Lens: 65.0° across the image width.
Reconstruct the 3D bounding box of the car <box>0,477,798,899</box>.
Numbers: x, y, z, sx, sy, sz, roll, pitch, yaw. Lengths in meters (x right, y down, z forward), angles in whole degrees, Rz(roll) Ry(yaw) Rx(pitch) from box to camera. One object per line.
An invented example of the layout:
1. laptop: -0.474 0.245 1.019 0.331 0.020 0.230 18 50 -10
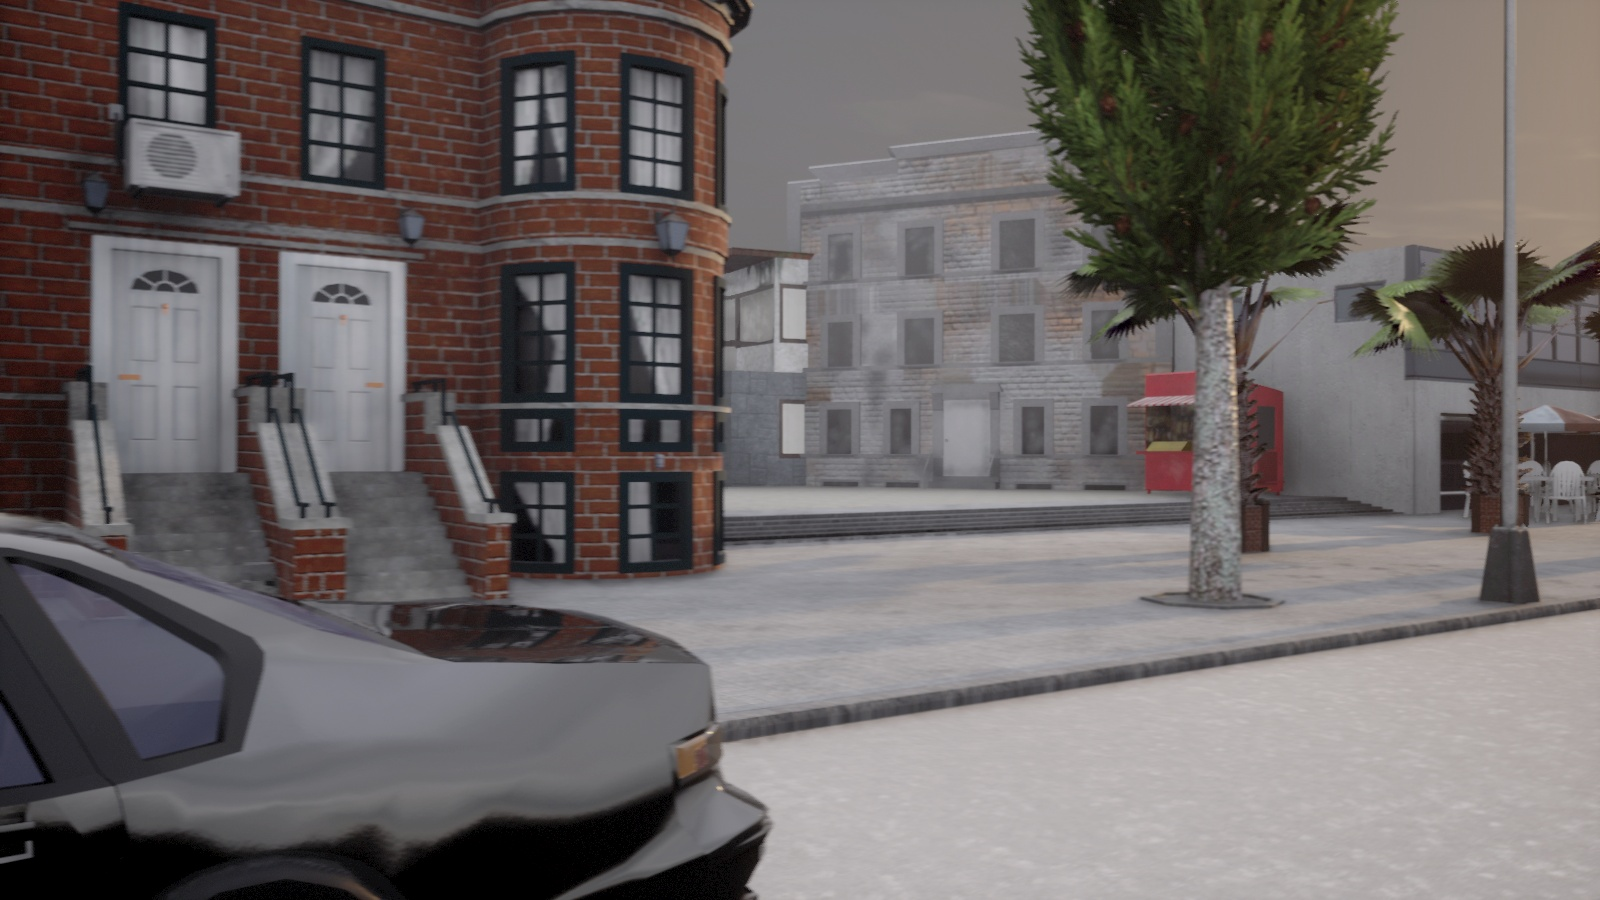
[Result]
1. car: -2.785 0.804 2.328 5.357 1.411 2.033 0 0 -35
